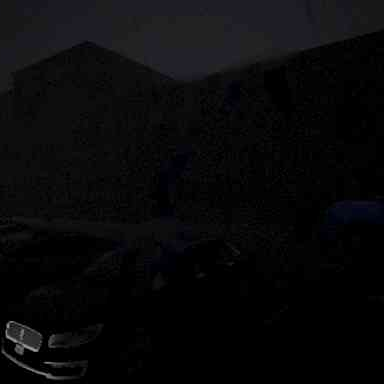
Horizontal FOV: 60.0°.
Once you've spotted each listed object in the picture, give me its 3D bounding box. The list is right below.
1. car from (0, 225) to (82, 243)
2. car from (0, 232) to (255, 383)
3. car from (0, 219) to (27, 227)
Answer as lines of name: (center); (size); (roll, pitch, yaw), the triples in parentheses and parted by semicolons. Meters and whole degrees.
car: (-2.795, 1.569, 7.384); (2.163, 1.488, 4.792); (-1, 0, 35)
car: (-0.545, 1.514, 5.752); (2.231, 1.521, 4.892); (-1, 0, 35)
car: (-5.076, 1.606, 8.971); (2.002, 1.452, 4.674); (-1, 0, 35)
